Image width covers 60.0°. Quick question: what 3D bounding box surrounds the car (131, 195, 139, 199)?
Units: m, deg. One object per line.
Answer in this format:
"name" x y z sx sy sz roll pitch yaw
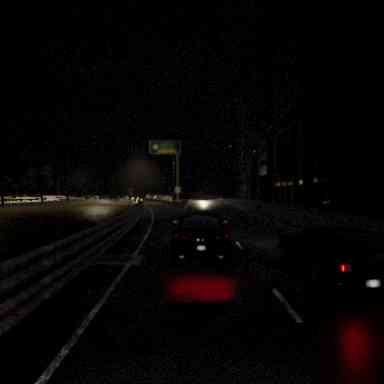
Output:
"car" -14.875 1.403 86.761 1.895 1.301 4.718 0 0 -15

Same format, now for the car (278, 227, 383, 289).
"car" 3.761 1.593 9.055 1.895 1.301 4.718 0 0 1

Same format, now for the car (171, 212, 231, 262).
"car" 0.309 1.478 12.165 1.882 1.535 5.008 0 0 1
